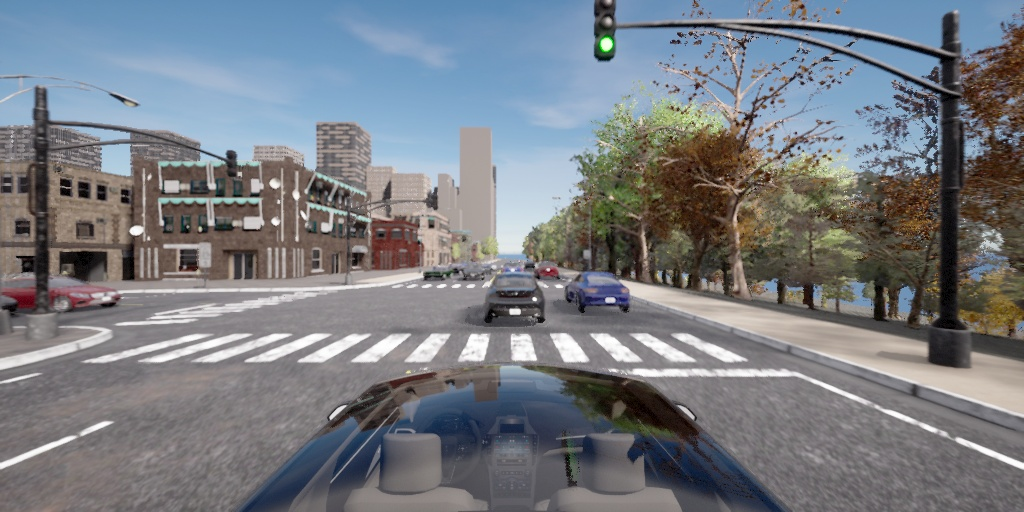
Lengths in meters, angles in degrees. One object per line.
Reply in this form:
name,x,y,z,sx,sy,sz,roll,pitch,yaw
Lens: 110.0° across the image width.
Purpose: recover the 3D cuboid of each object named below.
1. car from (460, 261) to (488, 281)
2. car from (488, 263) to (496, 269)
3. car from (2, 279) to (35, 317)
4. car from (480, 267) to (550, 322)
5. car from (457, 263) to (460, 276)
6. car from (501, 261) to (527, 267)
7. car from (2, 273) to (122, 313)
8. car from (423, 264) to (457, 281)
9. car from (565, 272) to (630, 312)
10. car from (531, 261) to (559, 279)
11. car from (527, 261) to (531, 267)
car,-3.412,1.432,33.088,1.837,1.490,4.892,0,0,-2
car,-3.384,1.546,43.044,1.994,1.385,4.181,0,0,0
car,-19.962,1.629,12.345,4.313,1.339,1.948,0,0,0
car,0.083,1.319,12.566,1.837,1.490,4.892,0,0,0
car,-6.635,1.576,41.853,1.895,1.301,4.718,0,0,0
car,0.056,1.278,32.953,2.097,1.767,4.553,0,0,0
car,-19.422,1.572,15.061,4.674,1.442,1.812,-1,0,-1
car,-6.635,1.526,32.684,1.895,1.301,4.718,0,0,2
car,3.332,1.349,14.480,1.812,1.442,4.674,0,0,0
car,3.303,1.288,34.880,2.097,1.767,4.553,0,0,0
car,3.164,1.596,62.766,1.837,1.490,4.892,0,0,0
